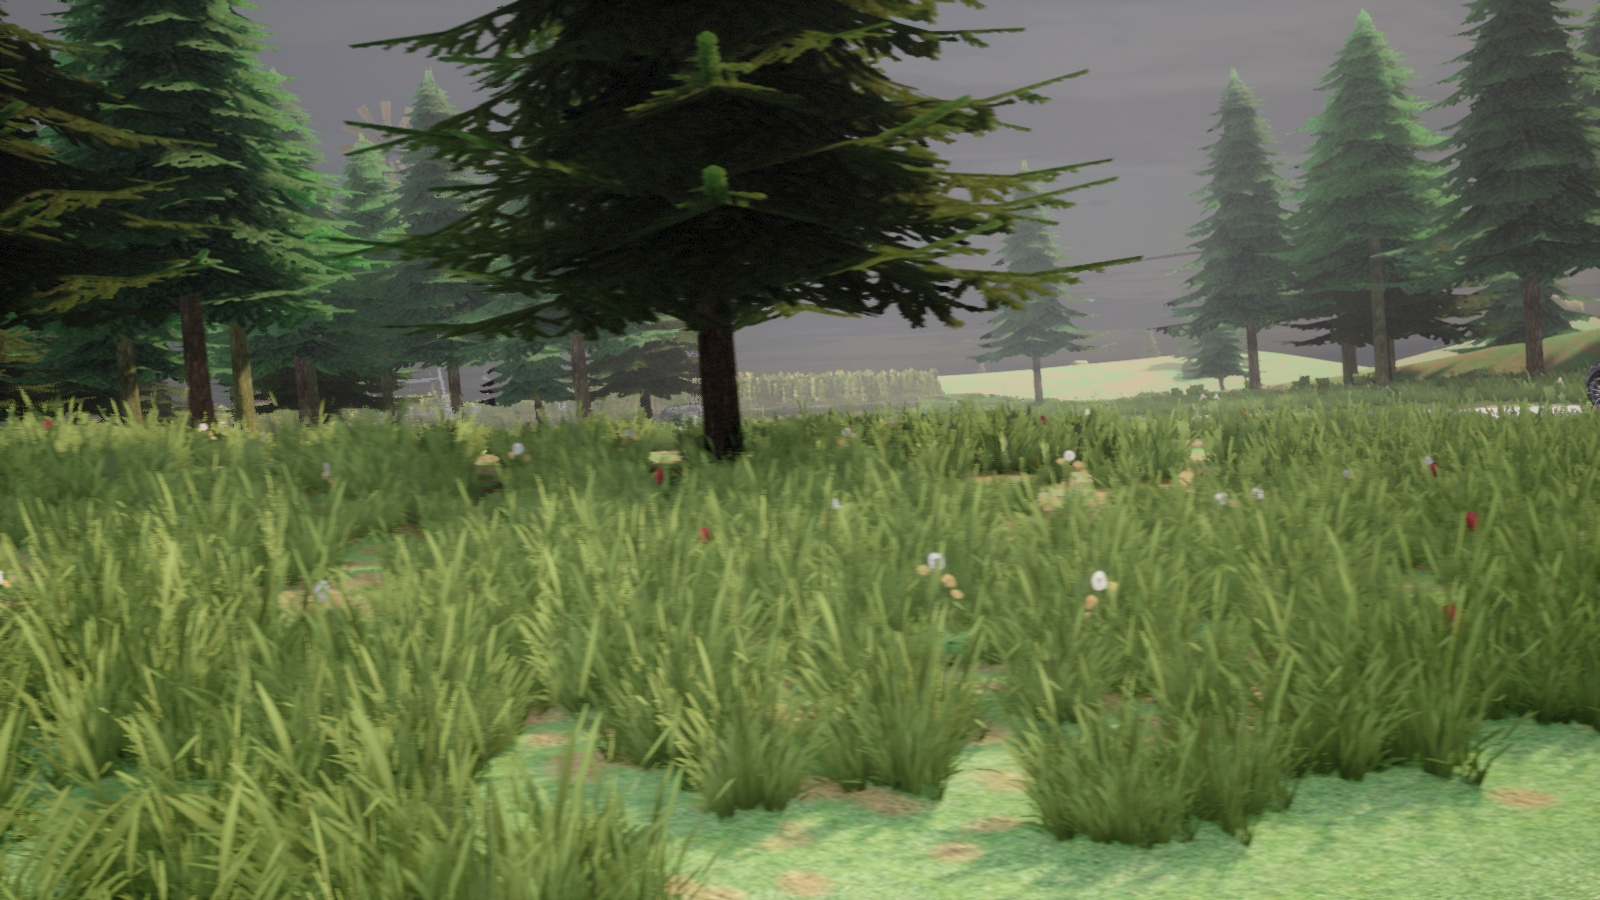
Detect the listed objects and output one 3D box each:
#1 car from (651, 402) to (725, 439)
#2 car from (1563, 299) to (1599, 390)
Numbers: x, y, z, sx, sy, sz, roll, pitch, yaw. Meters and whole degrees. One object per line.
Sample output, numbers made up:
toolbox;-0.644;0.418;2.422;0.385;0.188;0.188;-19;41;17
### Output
car;-5.497;-1.410;60.930;2.007;1.525;4.514;-7;3;-25
car;15.881;-1.990;21.357;2.152;1.651;5.027;-6;2;-8
